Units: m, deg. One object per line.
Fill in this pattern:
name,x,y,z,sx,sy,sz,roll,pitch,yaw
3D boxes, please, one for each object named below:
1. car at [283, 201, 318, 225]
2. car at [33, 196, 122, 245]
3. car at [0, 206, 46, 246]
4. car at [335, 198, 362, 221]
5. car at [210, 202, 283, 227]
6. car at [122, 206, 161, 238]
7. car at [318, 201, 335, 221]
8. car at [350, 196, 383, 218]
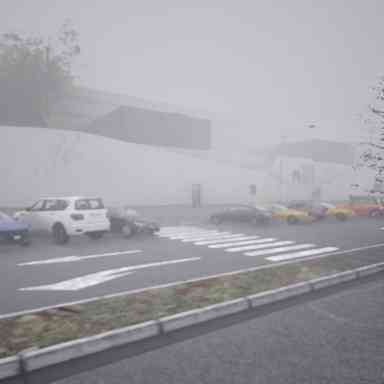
car,6.012,1.515,24.379,5.366,1.575,1.946,-1,-1,35
car,-6.317,1.241,15.850,5.566,2.045,2.435,-1,-1,35
car,-8.719,1.494,14.112,5.008,1.535,2.097,-1,-1,35
car,10.873,1.543,27.839,5.366,1.575,1.946,-1,-1,35
car,3.431,1.550,22.749,4.674,1.452,2.002,-1,-1,35
car,-3.861,1.495,17.575,4.892,1.521,2.231,-1,-1,34
car,8.262,1.564,26.226,4.792,1.488,2.163,-1,-1,35
car,15.603,1.444,31.386,4.553,1.767,2.185,-1,-1,35
